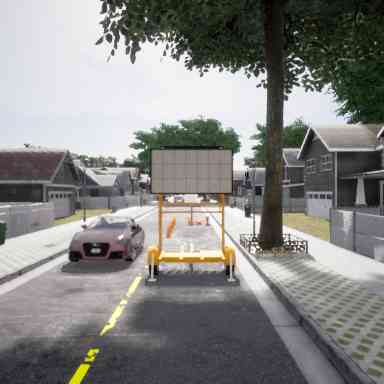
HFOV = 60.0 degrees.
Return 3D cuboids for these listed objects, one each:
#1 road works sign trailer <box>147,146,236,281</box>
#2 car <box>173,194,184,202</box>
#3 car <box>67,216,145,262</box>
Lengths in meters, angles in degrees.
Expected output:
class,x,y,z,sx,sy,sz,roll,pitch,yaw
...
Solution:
class,x,y,z,sx,sy,sz,roll,pitch,yaw
road works sign trailer,-0.007,0.462,9.785,2.380,3.560,2.880,0,0,0
car,-2.847,1.134,72.748,2.150,2.045,5.566,0,0,0
car,-2.867,1.560,11.922,1.994,1.385,4.181,0,0,0
